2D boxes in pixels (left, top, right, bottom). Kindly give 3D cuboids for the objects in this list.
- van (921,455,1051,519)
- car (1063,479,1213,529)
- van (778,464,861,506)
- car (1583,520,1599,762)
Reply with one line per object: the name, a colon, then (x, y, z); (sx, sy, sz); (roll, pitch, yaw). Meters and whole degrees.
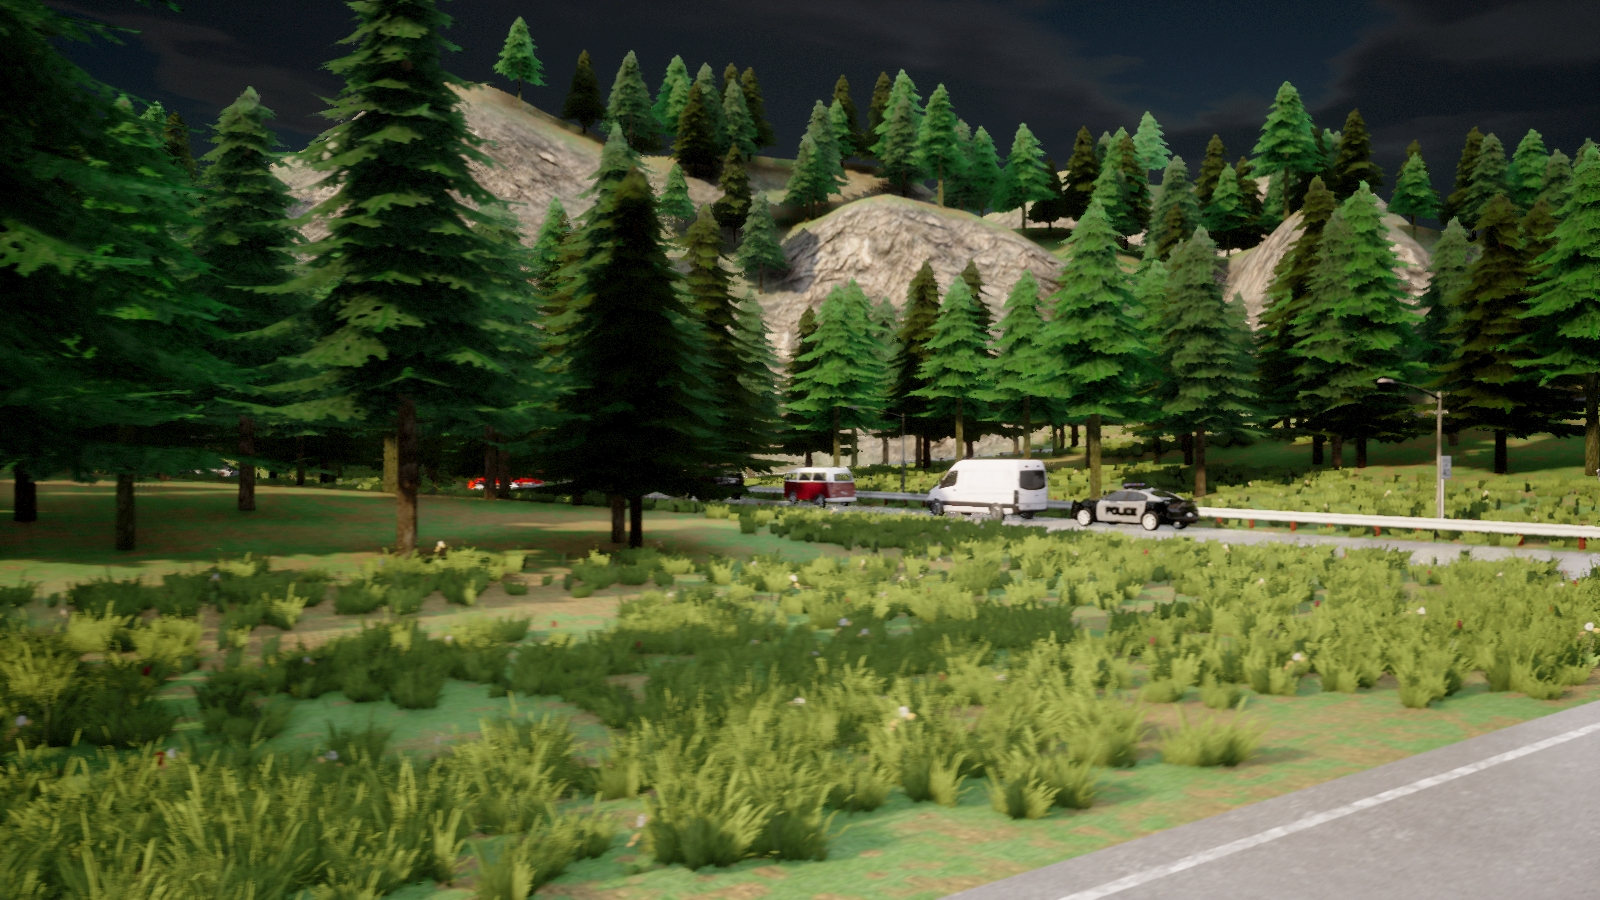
van: (7.962, 1.535, 49.528); (1.988, 2.561, 5.915); (0, 0, -35)
car: (12.646, 1.983, 43.054); (2.097, 1.638, 5.238); (0, 0, -35)
van: (0.991, 1.782, 59.458); (2.069, 2.038, 4.480); (0, 0, -35)
car: (9.656, 1.639, 10.606); (5.566, 2.045, 2.150); (0, 0, -35)
